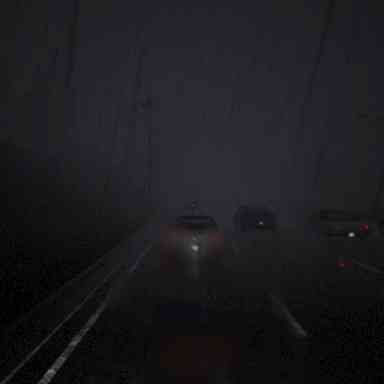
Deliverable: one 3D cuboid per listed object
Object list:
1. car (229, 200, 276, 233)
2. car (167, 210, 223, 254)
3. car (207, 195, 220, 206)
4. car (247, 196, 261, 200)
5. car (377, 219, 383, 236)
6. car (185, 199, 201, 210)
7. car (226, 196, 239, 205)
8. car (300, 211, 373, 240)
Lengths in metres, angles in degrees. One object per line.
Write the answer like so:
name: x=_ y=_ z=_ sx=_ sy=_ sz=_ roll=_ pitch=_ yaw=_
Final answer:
car: x=3.602 y=1.477 z=19.776 sx=1.882 sy=1.535 sz=5.008 roll=0 pitch=0 yaw=0
car: x=0.102 y=1.601 z=13.377 sx=1.895 sy=1.301 sz=4.718 roll=0 pitch=0 yaw=0
car: x=3.598 y=1.351 z=56.024 sx=2.097 sy=1.767 sz=4.553 roll=0 pitch=0 yaw=0
car: x=10.582 y=1.503 z=57.183 sx=1.837 sy=1.490 sz=4.892 roll=0 pitch=0 yaw=-1
car: x=10.601 y=1.601 z=15.255 sx=1.895 sy=1.301 sz=4.718 roll=0 pitch=0 yaw=0
car: x=0.102 y=1.563 z=41.286 sx=1.994 sy=1.385 sz=4.181 roll=0 pitch=0 yaw=0
car: x=7.064 y=1.476 z=58.259 sx=1.882 sy=1.535 sz=5.008 roll=0 pitch=0 yaw=-1
car: x=7.102 y=1.600 z=17.017 sx=1.895 sy=1.301 sz=4.718 roll=0 pitch=0 yaw=0
